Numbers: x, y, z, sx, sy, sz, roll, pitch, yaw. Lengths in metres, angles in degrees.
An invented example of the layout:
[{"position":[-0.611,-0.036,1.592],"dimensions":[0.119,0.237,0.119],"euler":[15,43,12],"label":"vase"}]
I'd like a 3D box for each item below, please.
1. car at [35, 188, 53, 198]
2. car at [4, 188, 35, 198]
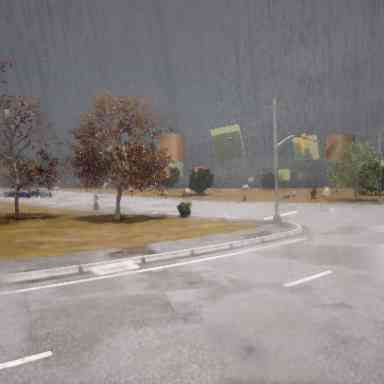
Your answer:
[{"position":[-23.719,0.097,52.091],"dimensions":[4.892,1.490,1.837],"euler":[3,4,37],"label":"car"},{"position":[-25.825,0.312,49.302],"dimensions":[4.718,1.301,1.895],"euler":[3,4,37],"label":"car"}]
